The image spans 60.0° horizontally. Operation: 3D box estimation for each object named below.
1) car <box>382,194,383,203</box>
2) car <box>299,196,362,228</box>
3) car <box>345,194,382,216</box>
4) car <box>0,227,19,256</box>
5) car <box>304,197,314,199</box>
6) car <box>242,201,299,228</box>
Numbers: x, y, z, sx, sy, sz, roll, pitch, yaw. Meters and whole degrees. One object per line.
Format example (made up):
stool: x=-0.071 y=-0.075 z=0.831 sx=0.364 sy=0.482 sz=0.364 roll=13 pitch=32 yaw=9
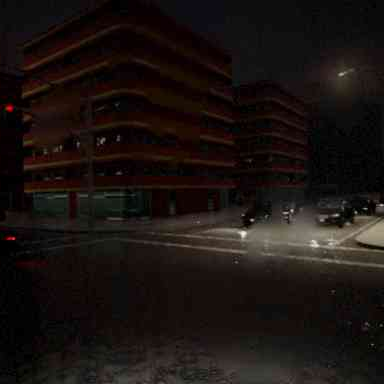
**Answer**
car: x=26.323 y=0.862 z=44.465 sx=2.033 sy=1.411 sz=5.357 roll=-1 pitch=0 yaw=37
car: x=8.621 y=1.261 z=20.408 sx=2.128 sy=1.511 sz=4.902 roll=-1 pitch=0 yaw=36
car: x=14.342 y=1.170 z=28.213 sx=2.033 sy=1.411 sz=5.357 roll=-1 pitch=0 yaw=36
car: x=-8.635 y=1.745 z=12.671 sx=5.357 sy=1.411 sz=2.033 roll=-1 pitch=0 yaw=38
car: x=10.311 y=1.209 z=28.635 sx=2.128 sy=1.511 sz=4.902 roll=-1 pitch=0 yaw=37
car: x=4.922 y=1.364 z=21.281 sx=1.837 sy=1.490 sz=4.892 roll=-1 pitch=0 yaw=36
